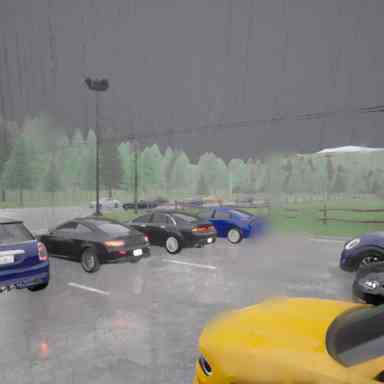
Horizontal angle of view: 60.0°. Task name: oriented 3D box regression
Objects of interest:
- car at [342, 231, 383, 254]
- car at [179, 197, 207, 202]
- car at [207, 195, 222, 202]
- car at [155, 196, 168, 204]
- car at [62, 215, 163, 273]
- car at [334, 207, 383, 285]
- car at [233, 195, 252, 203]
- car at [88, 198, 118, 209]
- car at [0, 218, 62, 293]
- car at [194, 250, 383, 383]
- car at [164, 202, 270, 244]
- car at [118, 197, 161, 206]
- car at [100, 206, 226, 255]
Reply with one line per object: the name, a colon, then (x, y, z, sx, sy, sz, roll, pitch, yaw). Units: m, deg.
car: (4.988, 1.492, 4.733, 4.902, 1.511, 2.128, 0, 0, 36)
car: (-0.213, 1.519, 49.816, 1.812, 1.442, 4.674, 0, 0, 36)
car: (4.140, 1.470, 67.525, 1.882, 1.535, 5.008, 0, 0, 37)
car: (-5.886, 1.495, 53.912, 1.837, 1.490, 4.892, 0, 1, 36)
car: (-3.378, 1.524, 10.647, 4.674, 1.442, 1.812, 0, 0, 36)
car: (6.158, 1.352, 8.198, 4.553, 1.767, 2.097, 0, 0, 35)
car: (9.678, 1.344, 63.302, 2.097, 1.767, 4.553, 0, 0, 37)
car: (-11.952, 1.518, 45.553, 1.812, 1.442, 4.674, 0, 0, 35)
car: (-5.370, 1.350, 7.768, 4.553, 1.767, 2.097, 0, 0, 36)
car: (2.316, 1.478, 2.342, 5.008, 1.535, 1.882, 0, 0, 36)
car: (1.196, 1.476, 15.977, 5.008, 1.535, 1.882, 0, 0, 36)
car: (-6.442, 1.594, 41.225, 1.895, 1.301, 4.718, 0, 0, 35)
car: (-1.324, 1.503, 13.483, 4.892, 1.490, 1.837, 0, 0, 36)
